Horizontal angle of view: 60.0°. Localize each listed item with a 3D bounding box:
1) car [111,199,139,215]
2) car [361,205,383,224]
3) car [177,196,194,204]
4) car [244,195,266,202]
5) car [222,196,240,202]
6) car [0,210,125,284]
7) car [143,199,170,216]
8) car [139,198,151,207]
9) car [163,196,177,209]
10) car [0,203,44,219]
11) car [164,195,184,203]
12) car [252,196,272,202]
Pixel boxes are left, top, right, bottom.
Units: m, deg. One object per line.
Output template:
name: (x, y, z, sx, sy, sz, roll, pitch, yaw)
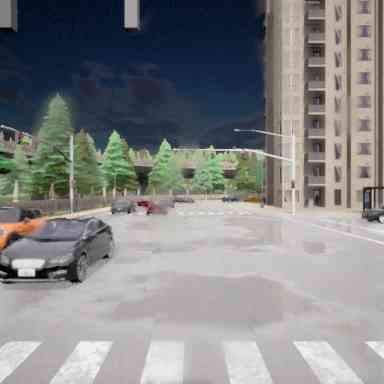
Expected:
car: (-7.079, 1.505, 34.584, 1.837, 1.490, 4.892, 0, 0, 0)
car: (15.375, 1.560, 25.037, 4.892, 1.490, 1.837, 0, 0, 0)
car: (-1.204, 1.563, 64.221, 1.994, 1.385, 4.181, 0, 0, 21)
car: (13.580, 1.477, 73.354, 5.008, 1.535, 1.882, 0, 0, -37)
car: (8.568, 1.523, 73.545, 4.674, 1.442, 1.812, 0, 0, -42)
car: (-3.596, 1.491, 9.680, 2.128, 1.511, 4.902, 0, 0, 0)
car: (-3.373, 1.600, 32.115, 1.895, 1.301, 4.718, 0, 0, -3)
car: (-6.930, 1.600, 49.753, 1.895, 1.301, 4.718, 0, 0, 2)
car: (-3.491, 1.561, 46.003, 1.994, 1.385, 4.181, 0, 0, 1)
car: (-7.096, 1.352, 12.756, 2.097, 1.767, 4.553, 0, 0, 0)
car: (-3.598, 1.491, 67.853, 2.128, 1.511, 4.902, 0, 0, 23)
car: (16.667, 1.551, 79.402, 4.181, 1.385, 1.994, 0, 0, -24)
